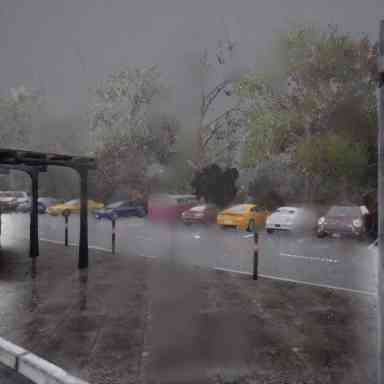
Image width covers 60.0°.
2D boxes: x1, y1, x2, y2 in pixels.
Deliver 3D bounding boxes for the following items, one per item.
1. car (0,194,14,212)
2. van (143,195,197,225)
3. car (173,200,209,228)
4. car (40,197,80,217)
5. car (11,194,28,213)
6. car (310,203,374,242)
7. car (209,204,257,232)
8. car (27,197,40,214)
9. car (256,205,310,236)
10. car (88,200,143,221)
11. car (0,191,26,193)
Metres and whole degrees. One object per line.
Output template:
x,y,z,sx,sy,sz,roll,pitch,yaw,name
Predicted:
-16.989,1.251,34.716,2.097,1.535,5.008,1,0,35,car
-1.068,1.200,23.578,1.878,1.987,4.442,1,0,35,van
1.125,1.491,21.878,2.002,1.452,4.674,1,0,35,car
-10.304,1.323,29.748,1.946,1.575,5.366,1,0,35,car
-14.723,1.277,33.113,2.231,1.521,4.892,1,0,35,car
7.942,1.402,17.092,2.185,1.767,4.553,1,0,35,car
3.391,1.476,20.271,2.097,1.535,5.008,1,0,35,car
-12.445,1.330,31.528,2.163,1.488,4.792,1,0,35,car
5.657,1.541,18.670,2.002,1.452,4.674,1,0,35,car
-5.683,1.405,26.668,2.163,1.488,4.792,1,0,35,car
-21.537,0.950,37.896,2.435,2.045,5.566,1,0,35,car
